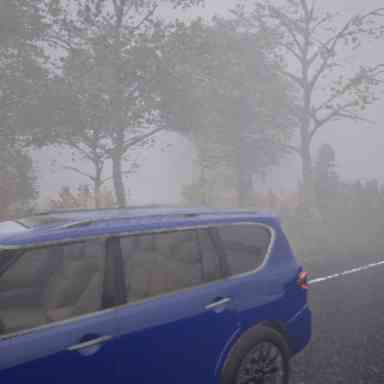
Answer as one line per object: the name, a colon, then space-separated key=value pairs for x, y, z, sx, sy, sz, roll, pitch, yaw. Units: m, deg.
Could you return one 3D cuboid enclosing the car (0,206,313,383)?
car: x=-1.196 y=1.216 z=3.142 sx=5.566 sy=2.045 sz=2.150 roll=-1 pitch=0 yaw=-36
